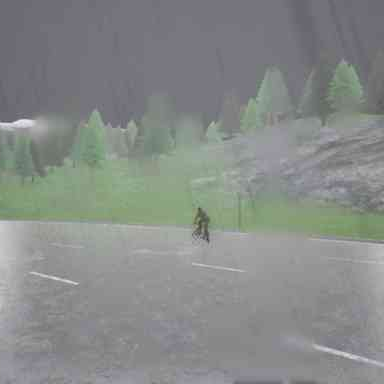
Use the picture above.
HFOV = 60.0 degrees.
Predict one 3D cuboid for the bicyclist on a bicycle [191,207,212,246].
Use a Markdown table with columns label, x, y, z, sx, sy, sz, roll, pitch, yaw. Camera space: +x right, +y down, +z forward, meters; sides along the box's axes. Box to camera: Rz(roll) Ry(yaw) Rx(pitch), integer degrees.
| label | x | y | z | sx | sy | sz | roll | pitch | yaw |
| --- | --- | --- | --- | --- | --- | --- | --- | --- | --- |
| bicyclist on a bicycle | 0.433 | 1.453 | 14.207 | 0.582 | 1.620 | 1.656 | 0 | 2 | 35 |
